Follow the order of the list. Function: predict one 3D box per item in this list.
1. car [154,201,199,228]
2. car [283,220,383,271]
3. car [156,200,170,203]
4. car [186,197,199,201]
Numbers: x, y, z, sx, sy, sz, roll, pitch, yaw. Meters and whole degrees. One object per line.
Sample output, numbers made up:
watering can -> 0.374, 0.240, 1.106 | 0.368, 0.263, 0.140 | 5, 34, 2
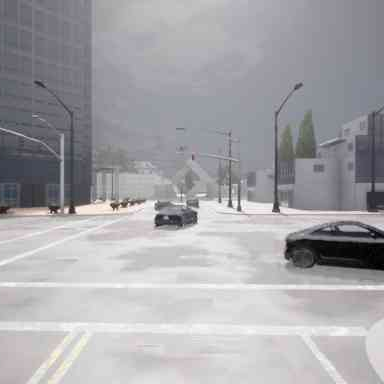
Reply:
car -> -0.979, 1.581, 22.573 | 1.994, 1.385, 4.181 | 0, 0, 19
car -> 4.880, 1.564, 9.886 | 4.181, 1.385, 1.994 | 0, 0, 25
car -> -3.615, 1.601, 41.553 | 1.895, 1.301, 4.718 | 0, 0, 0
car -> 0.068, 1.491, 51.238 | 2.128, 1.511, 4.902 | 0, 0, 0
